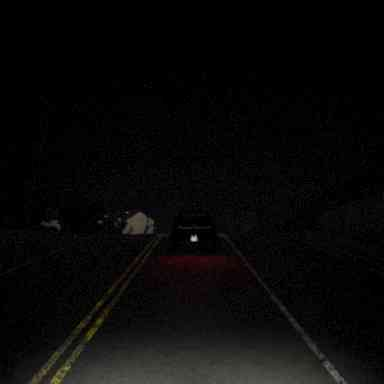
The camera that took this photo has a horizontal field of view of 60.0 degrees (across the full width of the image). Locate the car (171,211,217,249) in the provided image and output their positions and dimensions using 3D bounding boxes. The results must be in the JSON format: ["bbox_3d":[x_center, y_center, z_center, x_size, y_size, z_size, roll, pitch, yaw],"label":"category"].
[{"bbox_3d":[0.083,1.580,14.984,2.128,1.511,4.902,0,0,0],"label":"car"}]
